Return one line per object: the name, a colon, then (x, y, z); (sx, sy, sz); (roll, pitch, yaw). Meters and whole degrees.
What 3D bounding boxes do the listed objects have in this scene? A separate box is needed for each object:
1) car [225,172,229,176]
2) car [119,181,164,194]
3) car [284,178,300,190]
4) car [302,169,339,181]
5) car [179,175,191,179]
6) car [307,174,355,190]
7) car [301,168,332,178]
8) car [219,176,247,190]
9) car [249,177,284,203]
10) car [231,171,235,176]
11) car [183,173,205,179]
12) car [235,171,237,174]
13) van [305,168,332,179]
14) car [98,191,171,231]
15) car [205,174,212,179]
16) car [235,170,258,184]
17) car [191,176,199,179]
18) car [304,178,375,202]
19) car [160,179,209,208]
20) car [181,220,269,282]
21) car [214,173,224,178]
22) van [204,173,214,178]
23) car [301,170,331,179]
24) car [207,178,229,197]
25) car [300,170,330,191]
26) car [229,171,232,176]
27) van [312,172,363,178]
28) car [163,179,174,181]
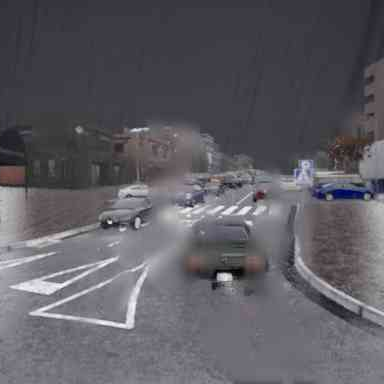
car: (3.154, -2.132, 55.912); (4.792, 1.488, 2.163); (-2, 4, -3)
car: (-4.435, 0.048, 30.603); (4.674, 1.452, 2.002); (-2, 4, -3)
car: (10.943, -0.810, 37.172); (4.674, 1.442, 1.812); (1, 5, 23)
car: (22.569, -3.051, 58.563); (5.566, 2.045, 2.435); (-1, 4, -3)
car: (-2.738, -0.601, 36.226); (4.553, 1.767, 2.185); (-2, 5, -3)
car: (16.047, -1.195, 38.607); (4.553, 1.767, 2.185); (-1, 5, -2)
car: (26.075, -4.018, 69.979); (5.566, 2.045, 2.435); (-1, 4, -3)
car: (5.203, -1.024, 42.523); (1.895, 1.301, 4.718); (1, 5, 23)
car: (6.436, -0.171, 28.197); (2.097, 1.767, 4.553); (0, 5, 17)
car: (4.827, -2.640, 61.508); (4.892, 1.521, 2.231); (-2, 5, -3)
car: (-1.062, -1.083, 41.863); (4.553, 1.767, 2.185); (-2, 5, -3)
car: (5.681, -2.880, 64.302); (4.892, 1.521, 2.231); (-2, 5, -3)
van: (24.409, -3.518, 64.279); (4.442, 1.987, 1.878); (-1, 4, -3)
car: (-3.010, 0.992, 17.394); (1.837, 1.490, 4.892); (0, 4, 17)
car: (-0.255, -1.199, 44.695); (5.008, 1.535, 2.097); (-2, 4, -3)
car: (8.455, -2.047, 51.368); (2.097, 1.767, 4.553); (0, 5, 17)
car: (-1.956, -0.685, 39.054); (4.792, 1.488, 2.163); (-2, 5, -3)
car: (12.283, -0.085, 27.277); (5.008, 1.535, 2.097); (-1, 5, -1)
car: (-0.459, 0.167, 25.923); (2.097, 1.767, 4.553); (0, 5, 17)
car: (0.808, 1.427, 9.223); (1.895, 1.301, 4.718); (-1, 2, 3)
car: (1.620, -1.690, 50.316); (5.366, 1.575, 1.946); (-2, 4, -3)
van: (0.467, -1.660, 47.478); (4.442, 1.987, 1.878); (-2, 5, -3)
car: (24.986, -3.532, 67.134); (5.366, 1.575, 1.946); (-1, 5, -3)
car: (2.156, -0.341, 34.284); (1.994, 1.385, 4.181); (0, 5, 18)
car: (14.152, -0.826, 32.917); (5.566, 2.045, 2.435); (-1, 5, -1)
car: (3.964, -2.401, 58.712); (5.008, 1.535, 2.097); (-2, 4, -3)
van: (13.349, -0.557, 30.096); (4.442, 1.987, 1.878); (-1, 4, -1)
car: (-3.571, -0.205, 33.425); (4.792, 1.488, 2.163); (-2, 4, -3)
